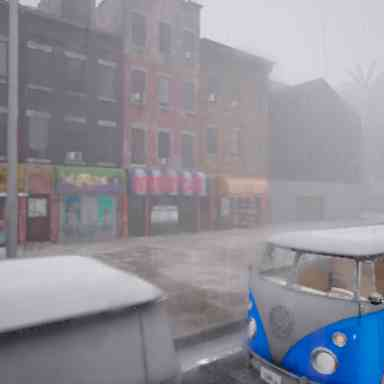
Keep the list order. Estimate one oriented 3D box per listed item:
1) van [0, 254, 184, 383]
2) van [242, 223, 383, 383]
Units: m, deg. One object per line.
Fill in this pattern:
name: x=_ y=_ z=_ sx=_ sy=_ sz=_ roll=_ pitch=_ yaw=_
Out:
van: x=-1.935 y=1.334 z=1.431 sx=3.998 sy=1.788 sz=1.690 roll=1 pitch=0 yaw=-35
van: x=2.513 y=1.379 z=4.604 sx=3.998 sy=1.788 sz=1.690 roll=1 pitch=0 yaw=-35
